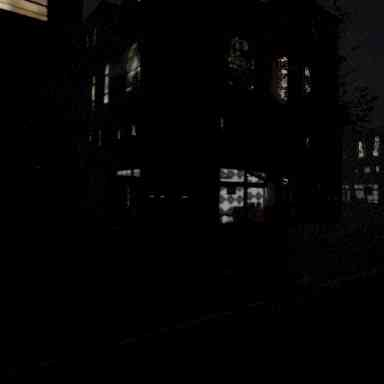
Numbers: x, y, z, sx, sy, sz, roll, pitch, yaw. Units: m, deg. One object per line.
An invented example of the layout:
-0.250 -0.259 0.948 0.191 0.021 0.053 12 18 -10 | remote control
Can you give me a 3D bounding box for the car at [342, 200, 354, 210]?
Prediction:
19.875 1.722 45.414 2.008 1.369 4.403 1 -1 -29 | car
